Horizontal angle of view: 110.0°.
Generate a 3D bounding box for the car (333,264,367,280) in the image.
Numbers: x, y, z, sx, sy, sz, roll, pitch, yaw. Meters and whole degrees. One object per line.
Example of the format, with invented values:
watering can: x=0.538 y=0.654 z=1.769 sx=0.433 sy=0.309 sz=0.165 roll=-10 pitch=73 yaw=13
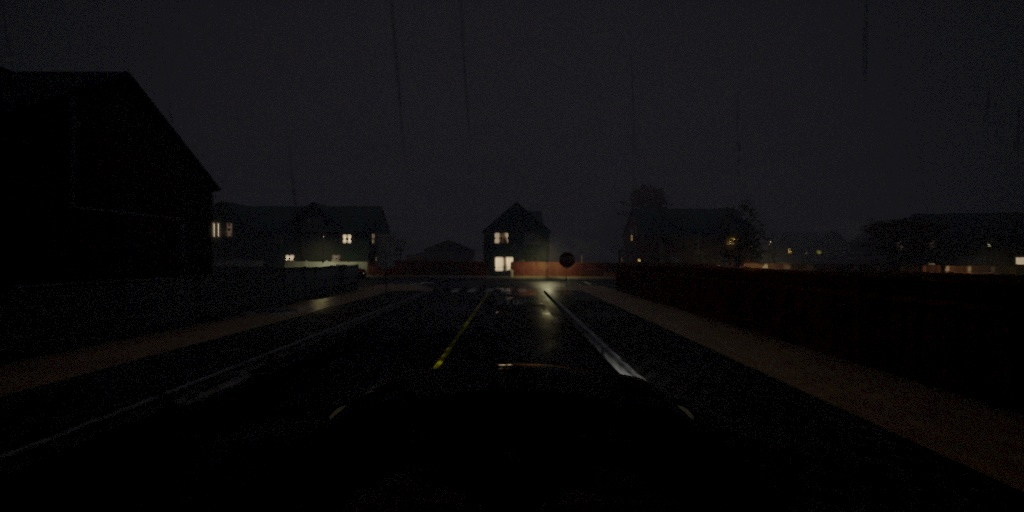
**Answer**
car: x=-14.252 y=1.375 z=29.553 sx=4.181 sy=1.385 sz=1.994 roll=0 pitch=0 yaw=-1
